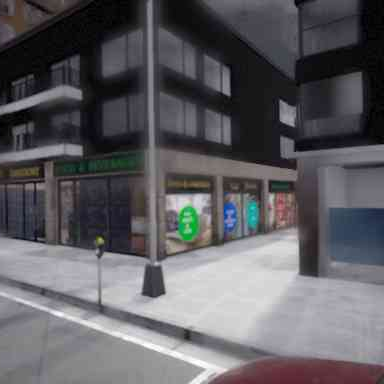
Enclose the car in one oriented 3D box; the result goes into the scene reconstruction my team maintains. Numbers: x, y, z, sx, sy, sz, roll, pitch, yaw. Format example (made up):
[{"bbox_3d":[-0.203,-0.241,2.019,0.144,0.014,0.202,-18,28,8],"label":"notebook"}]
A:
[{"bbox_3d":[1.829,1.575,1.551,4.206,1.307,1.802,-1,-1,36],"label":"car"}]
